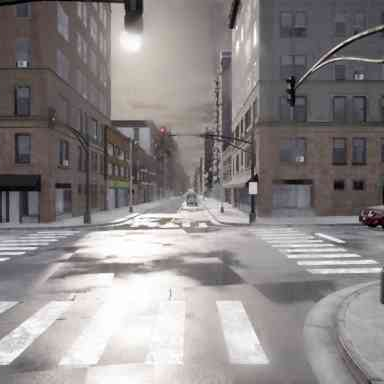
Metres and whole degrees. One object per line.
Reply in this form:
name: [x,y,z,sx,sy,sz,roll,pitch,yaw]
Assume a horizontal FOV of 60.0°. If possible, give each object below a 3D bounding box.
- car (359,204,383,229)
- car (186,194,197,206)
car: [12.053,1.123,18.445,5.009,1.841,2.192,-1,1,0]
car: [-0.011,1.589,56.874,2.033,1.411,5.357,0,0,-1]
